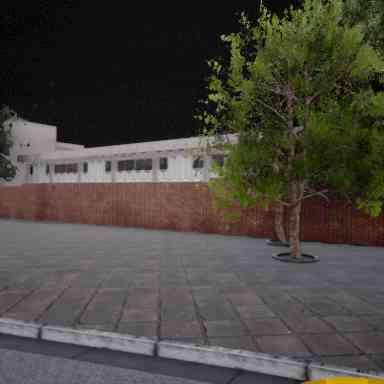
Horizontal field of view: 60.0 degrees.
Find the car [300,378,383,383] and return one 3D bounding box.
[{"bbox_3d":[2.435,1.478,0.825,5.008,1.535,1.882,0,0,24],"label":"car"}]
